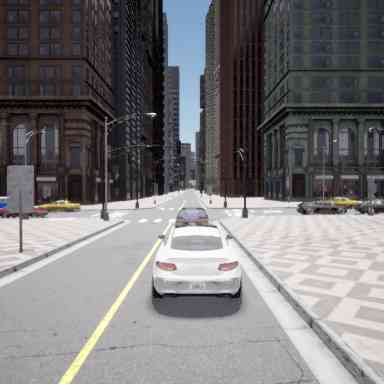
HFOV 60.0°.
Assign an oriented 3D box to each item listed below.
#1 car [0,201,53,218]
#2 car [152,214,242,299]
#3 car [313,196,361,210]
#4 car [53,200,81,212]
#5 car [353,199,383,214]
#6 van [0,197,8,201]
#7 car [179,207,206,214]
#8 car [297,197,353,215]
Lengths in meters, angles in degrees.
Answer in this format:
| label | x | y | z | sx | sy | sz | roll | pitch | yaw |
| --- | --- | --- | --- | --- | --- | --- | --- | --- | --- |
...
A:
| label | x | y | z | sx | sy | sz | roll | pitch | yaw |
| --- | --- | --- | --- | --- | --- | --- | --- | --- | --- |
| car | -15.286 | 1.728 | 30.110 | 4.206 | 1.307 | 1.802 | -1 | 1 | 0 |
| car | 0.099 | 1.521 | 8.294 | 1.812 | 1.442 | 4.674 | 0 | 0 | 0 |
| car | 16.731 | 1.233 | 38.571 | 4.829 | 1.417 | 1.752 | -1 | 1 | 0 |
| car | -15.450 | 1.585 | 38.634 | 4.829 | 1.417 | 1.752 | -1 | 1 | 0 |
| car | 17.061 | 1.342 | 30.046 | 4.403 | 1.369 | 2.008 | -1 | 1 | 0 |
| van | -20.962 | 1.457 | 38.640 | 3.998 | 1.788 | 1.690 | -1 | 1 | 0 |
| car | 0.029 | 1.533 | 17.929 | 2.033 | 1.411 | 5.357 | 0 | 0 | 1 |
| car | 11.682 | 1.419 | 30.057 | 4.313 | 1.339 | 1.947 | -1 | 1 | 0 |
